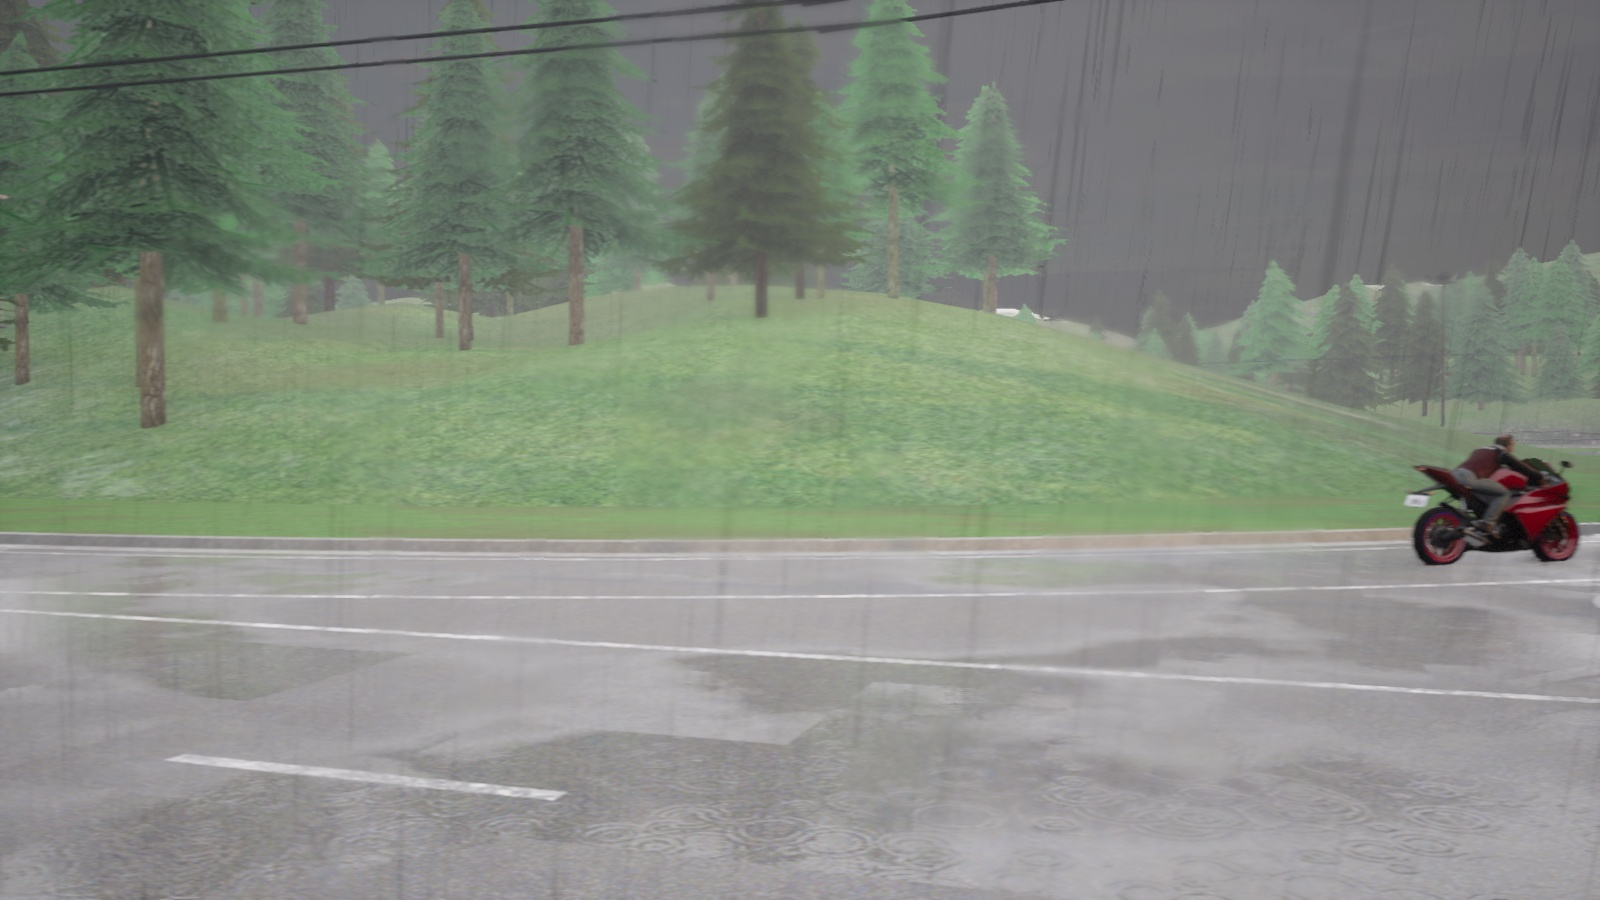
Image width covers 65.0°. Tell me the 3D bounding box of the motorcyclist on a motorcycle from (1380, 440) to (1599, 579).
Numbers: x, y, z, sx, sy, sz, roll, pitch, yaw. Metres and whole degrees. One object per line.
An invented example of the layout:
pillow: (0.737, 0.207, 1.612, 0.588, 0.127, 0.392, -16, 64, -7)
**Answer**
motorcyclist on a motorcycle: (8.005, 0.658, 14.613, 2.191, 1.530, 0.866, 0, 1, -13)
